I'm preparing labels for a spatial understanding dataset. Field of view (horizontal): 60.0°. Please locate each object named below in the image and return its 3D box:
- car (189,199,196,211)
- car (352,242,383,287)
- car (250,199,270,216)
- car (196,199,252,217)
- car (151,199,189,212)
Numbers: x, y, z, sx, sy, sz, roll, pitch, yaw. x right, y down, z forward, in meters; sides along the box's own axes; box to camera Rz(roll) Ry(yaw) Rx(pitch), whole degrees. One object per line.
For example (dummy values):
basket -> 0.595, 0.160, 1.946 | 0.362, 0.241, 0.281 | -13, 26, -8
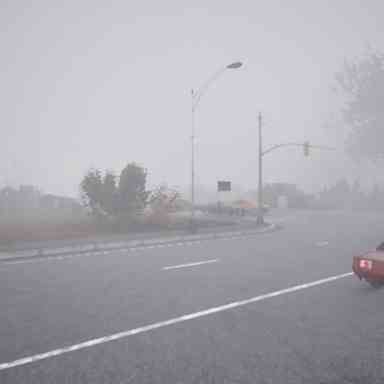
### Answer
car -> -0.626, 1.522, 40.823 | 2.033, 1.411, 5.357 | 0, 0, -39
car -> 5.943, 1.592, 7.984 | 4.718, 1.301, 1.895 | 0, 0, -36
car -> 5.515, 1.452, 33.171 | 1.882, 1.535, 5.008 | 0, 0, -39
car -> 2.885, 1.579, 30.853 | 1.895, 1.301, 4.718 | 0, 0, -39
car -> -2.818, 1.330, 37.961 | 2.097, 1.767, 4.553 | 0, 0, -39
